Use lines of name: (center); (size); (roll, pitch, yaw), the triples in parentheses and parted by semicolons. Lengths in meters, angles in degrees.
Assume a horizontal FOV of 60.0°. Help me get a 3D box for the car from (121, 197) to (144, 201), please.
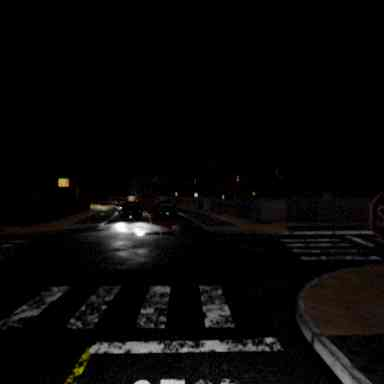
car: (-7.258, 1.699, 40.134); (1.994, 1.385, 4.181); (0, 0, -12)

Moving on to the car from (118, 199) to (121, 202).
car: (-12.059, 1.798, 59.027); (1.812, 1.442, 4.674); (0, -1, -17)

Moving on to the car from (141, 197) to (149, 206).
car: (-9.009, 1.598, 58.632); (2.097, 1.767, 4.553); (0, 0, -17)

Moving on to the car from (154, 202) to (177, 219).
car: (-2.396, 1.591, 29.814); (1.812, 1.442, 4.674); (0, 0, -9)

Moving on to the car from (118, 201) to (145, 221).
car: (-5.148, 1.670, 28.333); (1.895, 1.301, 4.718); (0, 0, -8)
